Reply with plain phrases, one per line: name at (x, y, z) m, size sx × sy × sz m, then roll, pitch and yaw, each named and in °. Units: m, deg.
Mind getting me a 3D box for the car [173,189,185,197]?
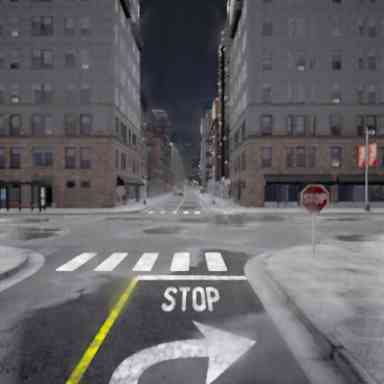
car at (-2.976, 0.249, 72.534) m, size 1.882 × 1.535 × 5.008 m, roll 0°, pitch 1°, yaw 0°
